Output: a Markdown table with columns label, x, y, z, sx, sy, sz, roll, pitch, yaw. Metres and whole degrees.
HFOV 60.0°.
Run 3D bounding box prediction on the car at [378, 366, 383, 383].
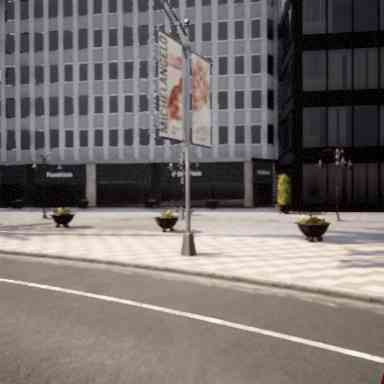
| label | x | y | z | sx | sy | sz | roll | pitch | yaw |
| --- | --- | --- | --- | --- | --- | --- | --- | --- | --- |
| car | 3.085 | 1.532 | 1.490 | 4.181 | 1.385 | 1.994 | 0 | 1 | 37 |
